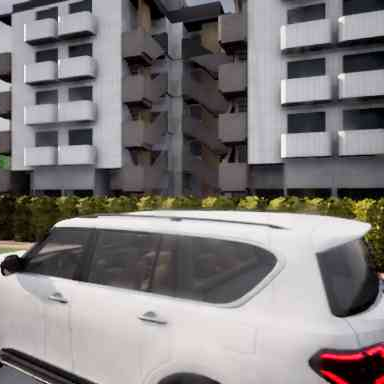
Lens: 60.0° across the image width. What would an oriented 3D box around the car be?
[{"bbox_3d":[-0.643,1.228,4.011,5.566,2.045,2.150,0,0,32],"label":"car"}]
